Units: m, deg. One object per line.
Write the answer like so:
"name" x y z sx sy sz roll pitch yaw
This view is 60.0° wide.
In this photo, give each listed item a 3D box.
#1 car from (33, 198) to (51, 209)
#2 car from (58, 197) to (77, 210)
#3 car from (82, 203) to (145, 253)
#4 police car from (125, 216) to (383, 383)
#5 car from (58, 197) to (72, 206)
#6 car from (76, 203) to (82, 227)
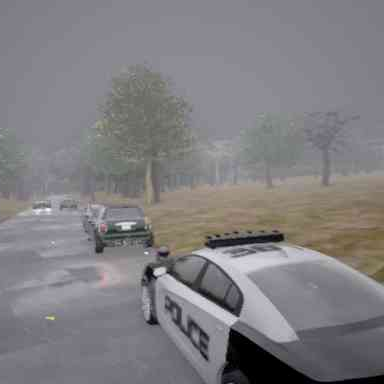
"car" -19.634 1.513 43.715 1.994 1.385 4.181 -2 1 -22
"car" -14.953 1.367 40.202 2.128 1.511 4.902 -2 1 -21
"car" -3.099 1.247 13.580 2.097 1.767 4.553 -2 1 -22
"police car" 0.639 1.343 4.453 1.930 1.638 5.238 -2 1 -22
"car" -20.919 1.461 54.625 1.895 1.301 4.718 -2 1 -22
"car" -5.378 1.390 19.162 1.837 1.490 4.892 -2 1 -22
